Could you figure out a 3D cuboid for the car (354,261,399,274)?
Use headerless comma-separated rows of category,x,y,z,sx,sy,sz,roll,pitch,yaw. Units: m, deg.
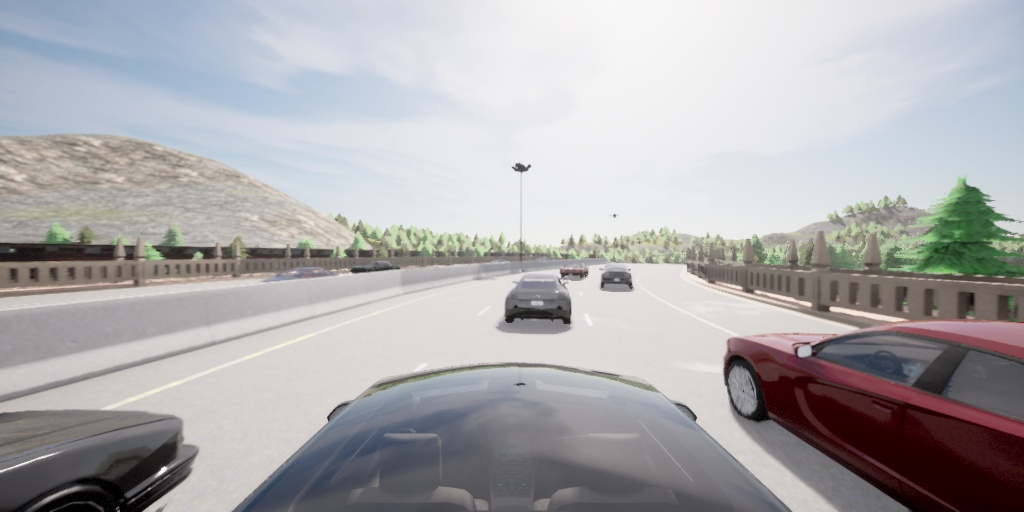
car,-12.504,1.143,32.904,1.895,1.301,4.718,0,0,17

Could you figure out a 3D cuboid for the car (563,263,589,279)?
car,5.527,1.227,31.188,1.895,1.301,4.718,0,0,20

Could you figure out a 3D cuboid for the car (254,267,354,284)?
car,-9.280,1.204,15.922,1.994,1.385,4.181,0,0,9

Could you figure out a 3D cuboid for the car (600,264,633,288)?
car,6.605,1.198,22.807,1.812,1.442,4.674,0,0,15

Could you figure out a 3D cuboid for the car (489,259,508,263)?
car,-1.817,1.068,49.668,1.994,1.385,4.181,0,0,26

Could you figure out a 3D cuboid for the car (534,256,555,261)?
car,5.111,0.760,55.763,2.033,1.411,5.357,0,0,26

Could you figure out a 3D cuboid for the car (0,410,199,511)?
car,-3.401,1.290,0.298,2.033,1.411,5.357,0,0,0

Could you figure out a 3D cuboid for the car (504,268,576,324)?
car,0.930,1.267,11.915,1.994,1.385,4.181,0,0,7

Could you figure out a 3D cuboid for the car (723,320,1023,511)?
car,3.716,1.238,2.762,1.882,1.535,5.008,0,0,1
